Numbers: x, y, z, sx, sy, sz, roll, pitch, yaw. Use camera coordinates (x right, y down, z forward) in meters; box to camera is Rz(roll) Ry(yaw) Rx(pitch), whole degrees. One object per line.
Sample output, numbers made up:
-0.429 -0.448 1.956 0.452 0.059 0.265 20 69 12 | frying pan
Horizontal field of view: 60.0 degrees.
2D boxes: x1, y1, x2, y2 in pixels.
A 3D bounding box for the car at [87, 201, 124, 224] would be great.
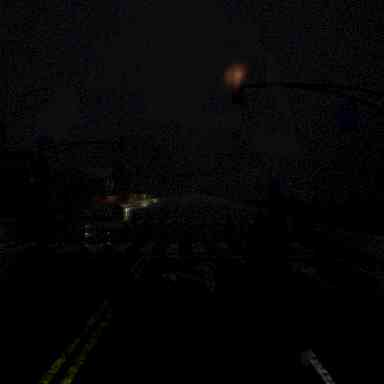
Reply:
-6.463 1.523 25.232 1.882 1.535 5.008 0 1 0 | car
